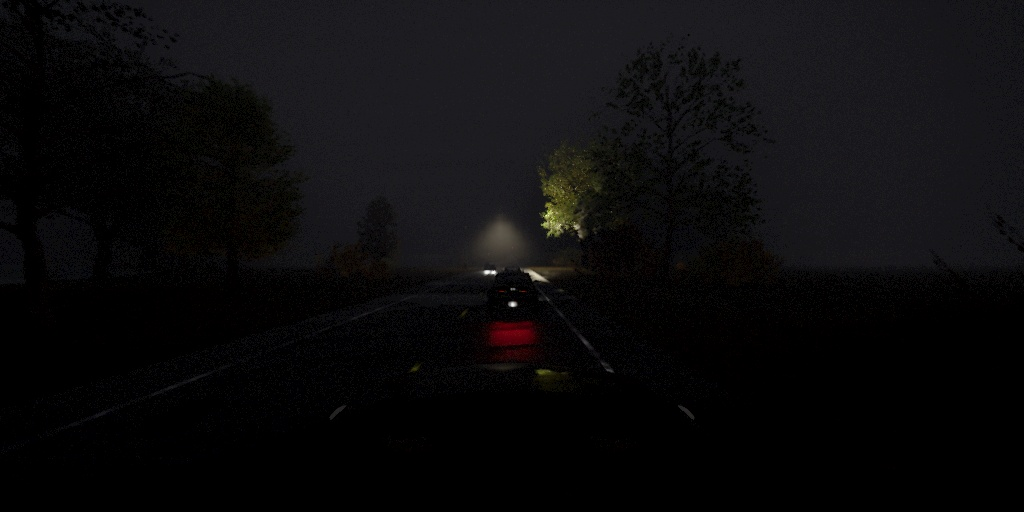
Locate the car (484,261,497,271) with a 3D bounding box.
[{"bbox_3d":[-3.558,1.649,59.439,2.128,1.511,4.902,0,0,1],"label":"car"}]

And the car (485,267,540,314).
[{"bbox_3d":[0.046,1.356,14.281,1.837,1.490,4.892,0,0,0],"label":"car"}]
